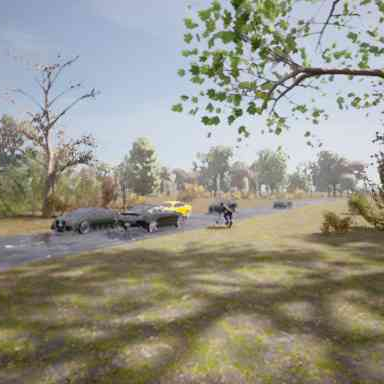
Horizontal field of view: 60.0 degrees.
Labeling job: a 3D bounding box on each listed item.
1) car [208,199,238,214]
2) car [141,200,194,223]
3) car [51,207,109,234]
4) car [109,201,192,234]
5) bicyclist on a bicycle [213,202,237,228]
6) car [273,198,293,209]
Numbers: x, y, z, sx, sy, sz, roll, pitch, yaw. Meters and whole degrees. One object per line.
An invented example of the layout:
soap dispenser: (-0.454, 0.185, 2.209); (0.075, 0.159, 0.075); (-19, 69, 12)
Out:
car: (3.497, 1.530, 36.899); (1.882, 1.535, 5.008); (0, 0, 28)
car: (-1.834, 1.511, 27.123); (1.882, 1.535, 5.008); (0, 0, 28)
car: (-6.030, 1.581, 19.410); (1.994, 1.385, 4.181); (0, 0, 28)
car: (-2.239, 1.508, 19.715); (2.128, 1.511, 4.902); (0, 0, 29)
bicyclist on a bicycle: (2.045, 1.474, 20.965); (1.656, 1.620, 0.582); (0, 0, 29)
car: (13.171, 1.617, 48.013); (2.033, 1.411, 5.357); (0, 0, 29)
